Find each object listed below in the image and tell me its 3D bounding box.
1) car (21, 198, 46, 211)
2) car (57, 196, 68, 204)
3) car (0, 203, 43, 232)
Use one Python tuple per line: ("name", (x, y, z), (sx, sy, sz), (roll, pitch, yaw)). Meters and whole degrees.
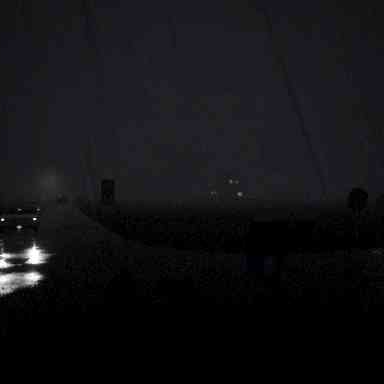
("car", (-13.914, 1.399, 28.662), (1.812, 1.442, 4.674), (1, 0, -22))
("car", (-23.004, 1.351, 59.034), (2.033, 1.411, 5.357), (1, 0, -21))
("car", (-9.890, 1.510, 19.372), (1.895, 1.301, 4.718), (1, 0, -24))
